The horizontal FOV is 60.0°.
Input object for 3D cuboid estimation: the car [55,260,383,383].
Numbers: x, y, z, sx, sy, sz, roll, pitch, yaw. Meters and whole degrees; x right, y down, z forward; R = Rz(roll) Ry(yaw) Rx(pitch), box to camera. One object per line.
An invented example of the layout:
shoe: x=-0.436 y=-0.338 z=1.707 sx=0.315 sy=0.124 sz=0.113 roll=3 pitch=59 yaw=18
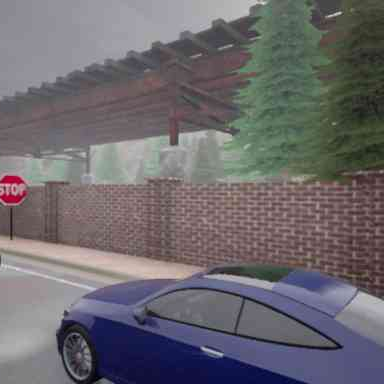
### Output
car: x=0.450 y=1.521 z=3.671 sx=4.674 sy=1.442 sz=1.812 roll=0 pitch=0 yaw=36

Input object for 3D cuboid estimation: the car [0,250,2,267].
car: x=-6.862 y=1.496 z=8.888 sx=4.674 sy=1.442 sz=1.812 roll=0 pitch=0 yaw=36
